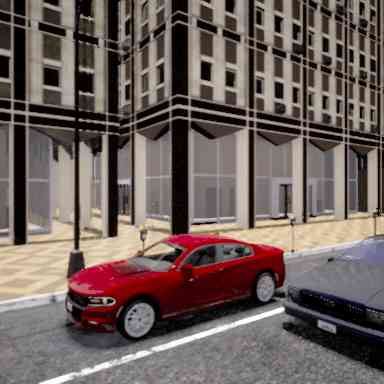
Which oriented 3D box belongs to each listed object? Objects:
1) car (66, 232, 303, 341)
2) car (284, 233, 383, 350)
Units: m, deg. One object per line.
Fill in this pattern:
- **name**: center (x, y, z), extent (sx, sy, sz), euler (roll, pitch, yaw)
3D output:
- **car**: center (-0.078, 1.535, 6.502), extent (4.507, 1.381, 1.887), euler (0, 0, -35)
- **car**: center (4.094, 1.528, 6.294), extent (5.357, 1.411, 2.033), euler (0, 0, -35)
